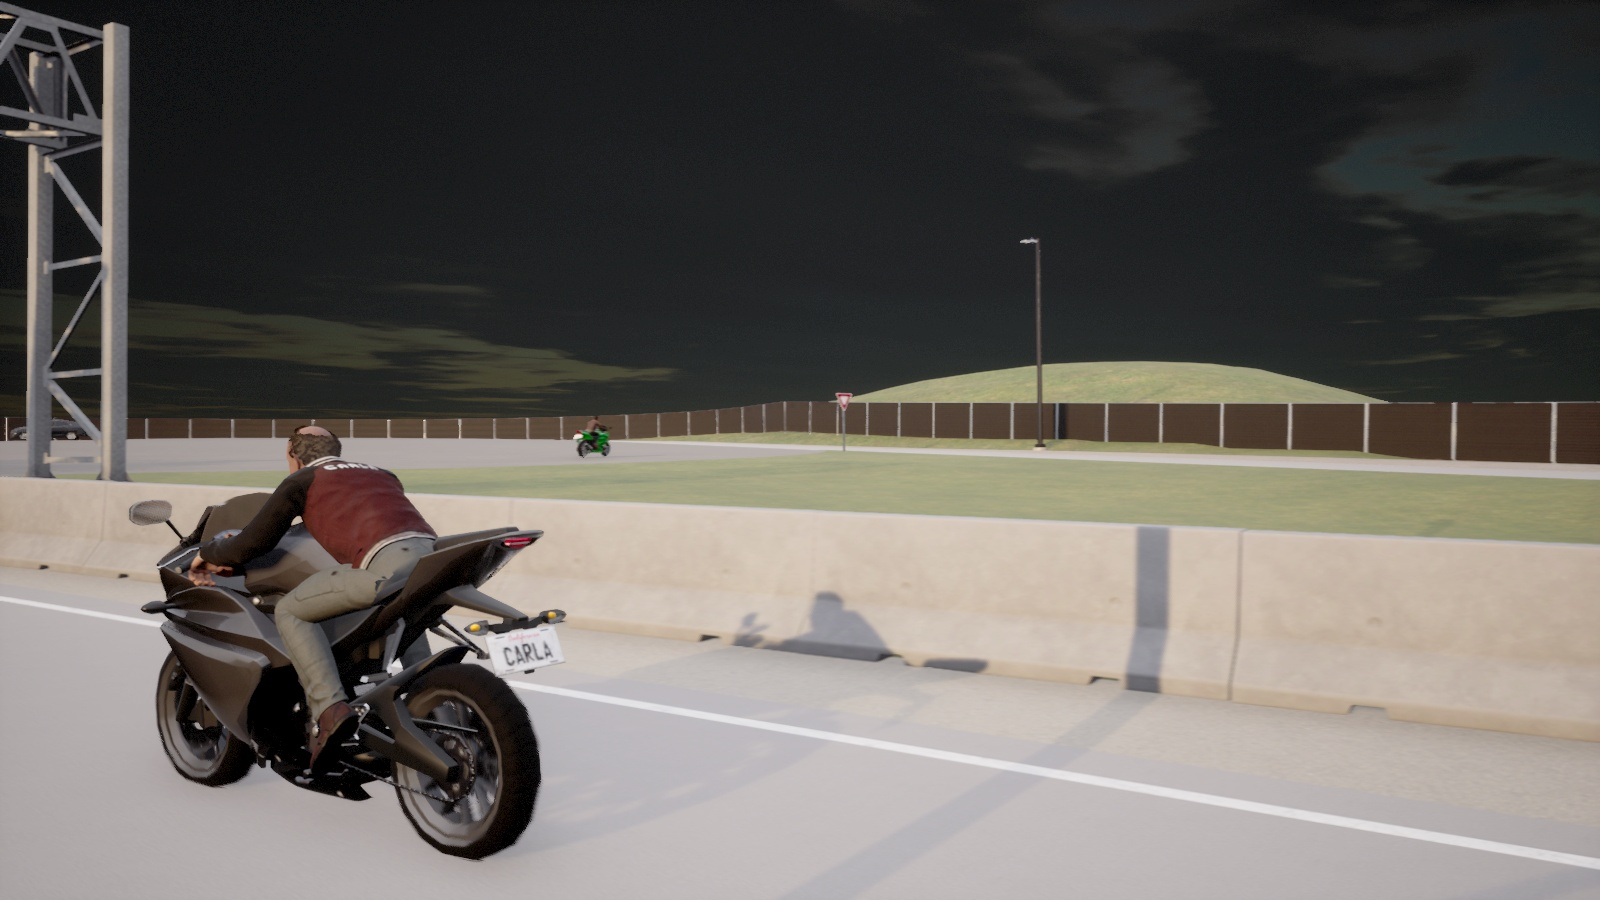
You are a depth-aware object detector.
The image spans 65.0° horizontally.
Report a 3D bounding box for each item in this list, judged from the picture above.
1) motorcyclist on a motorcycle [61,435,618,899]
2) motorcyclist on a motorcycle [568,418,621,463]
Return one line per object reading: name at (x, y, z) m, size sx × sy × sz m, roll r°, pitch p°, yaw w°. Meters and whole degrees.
motorcyclist on a motorcycle at (-1.824, 0.718, 4.837) m, size 2.191 × 1.530 × 0.866 m, roll 0°, pitch 1°, yaw 34°
motorcyclist on a motorcycle at (-7.268, -0.348, 44.607) m, size 0.797 × 1.523 × 2.044 m, roll -1°, pitch 1°, yaw 25°
